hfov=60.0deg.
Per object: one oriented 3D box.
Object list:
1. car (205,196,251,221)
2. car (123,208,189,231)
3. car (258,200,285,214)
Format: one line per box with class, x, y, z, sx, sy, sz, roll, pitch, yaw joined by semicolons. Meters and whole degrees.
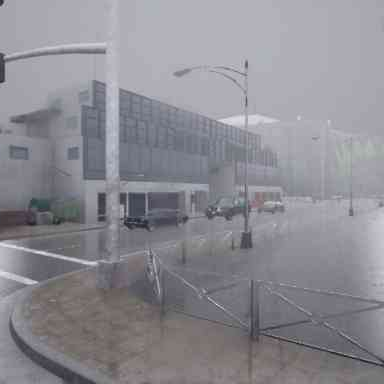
car;3.414;1.398;30.189;2.150;2.045;5.566;0;0;36
car;-2.315;1.777;22.159;1.895;1.301;4.718;0;0;35
car;9.188;1.702;38.263;1.812;1.442;4.674;0;0;36
